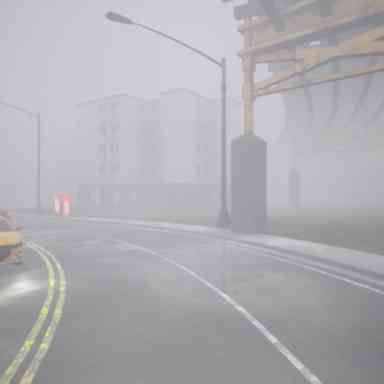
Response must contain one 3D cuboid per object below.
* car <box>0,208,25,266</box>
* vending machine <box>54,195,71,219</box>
[{"bbox_3d":[-7.007,1.527,11.235,1.882,1.535,5.008,1,-1,-36],"label":"car"},{"bbox_3d":[-11.490,1.320,29.550,0.880,2.100,1.100,0,0,33],"label":"vending machine"}]
